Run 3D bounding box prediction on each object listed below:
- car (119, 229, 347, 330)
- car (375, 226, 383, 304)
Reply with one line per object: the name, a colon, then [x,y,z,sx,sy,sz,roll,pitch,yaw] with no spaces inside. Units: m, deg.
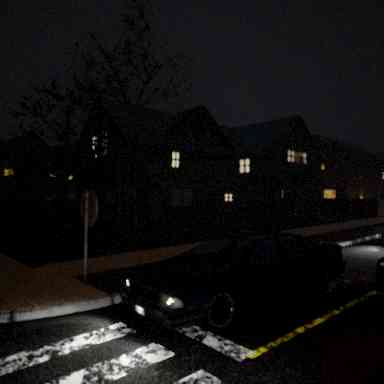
car: [1.241,1.547,7.120,5.357,1.411,2.033,0,0,-38]
car: [5.453,1.458,6.799,4.902,1.511,2.128,0,0,-41]
